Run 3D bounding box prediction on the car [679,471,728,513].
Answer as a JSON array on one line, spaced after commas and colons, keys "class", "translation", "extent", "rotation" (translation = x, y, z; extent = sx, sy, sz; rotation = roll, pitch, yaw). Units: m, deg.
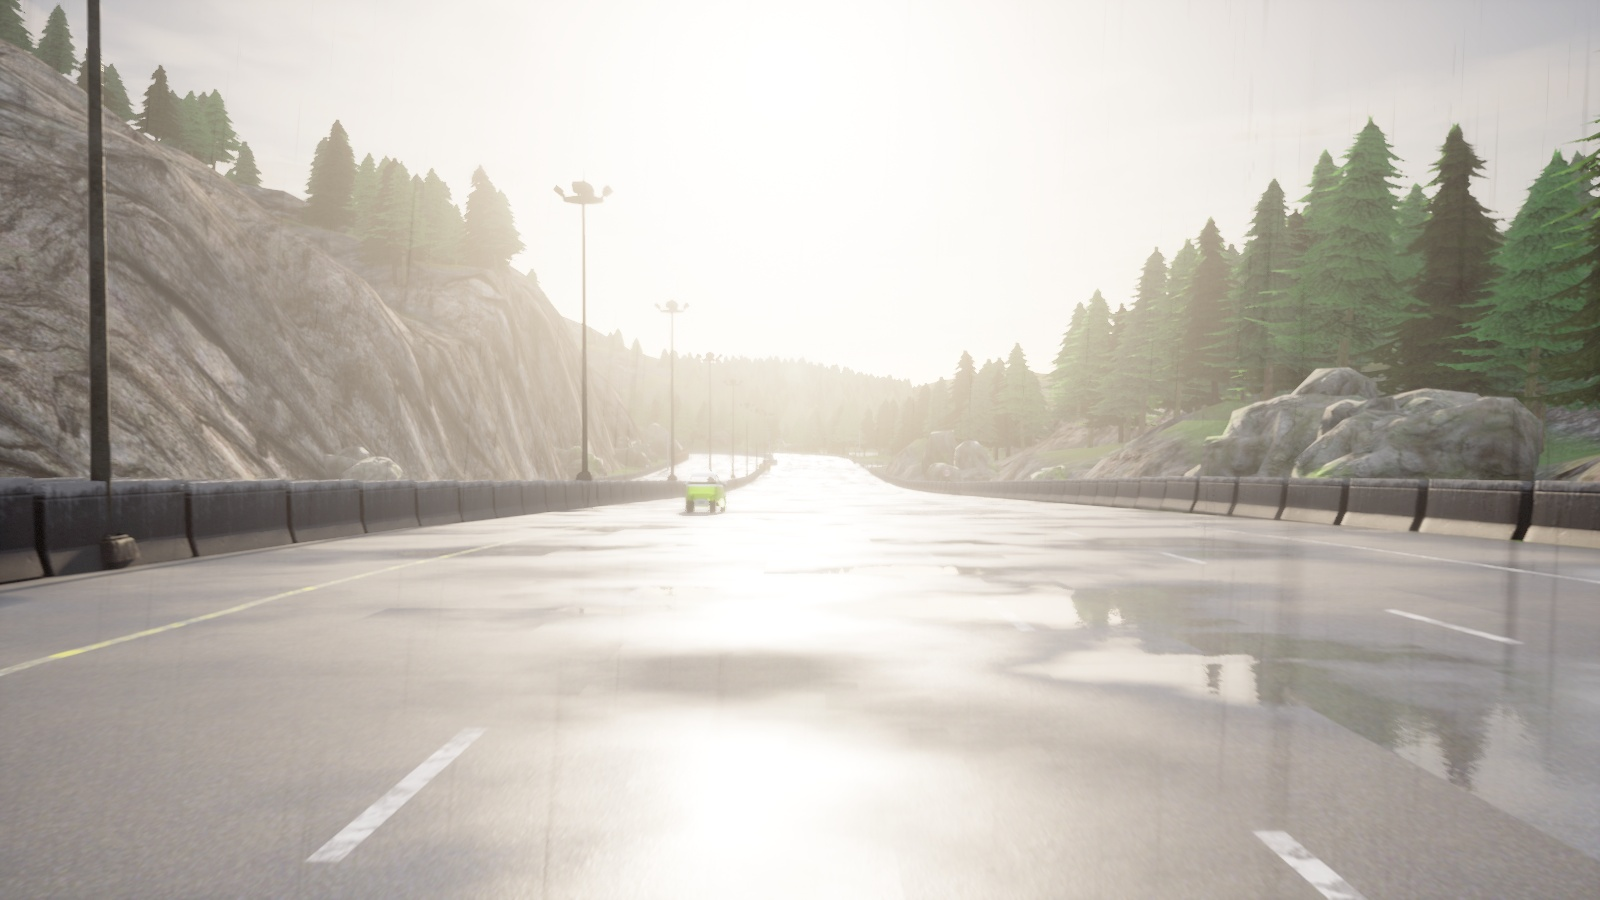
[{"class": "car", "translation": [-3.239, 1.414, 42.483], "extent": [1.481, 1.376, 2.207], "rotation": [0, -1, 0]}]
